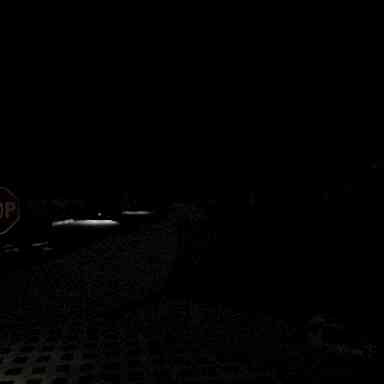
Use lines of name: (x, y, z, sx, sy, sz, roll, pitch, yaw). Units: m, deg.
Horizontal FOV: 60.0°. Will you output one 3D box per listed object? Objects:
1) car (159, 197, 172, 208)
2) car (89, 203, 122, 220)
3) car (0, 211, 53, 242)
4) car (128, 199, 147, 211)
car: (-4.511, 1.892, 55.519, 1.994, 1.385, 4.181, 0, 0, -3)
car: (-7.580, 1.698, 29.565, 1.994, 1.385, 4.181, 0, 0, 3)
car: (-9.048, 1.639, 16.245, 1.895, 1.301, 4.718, 0, 0, 13)
car: (-7.180, 1.716, 43.847, 1.882, 1.535, 5.008, 0, 0, 0)
